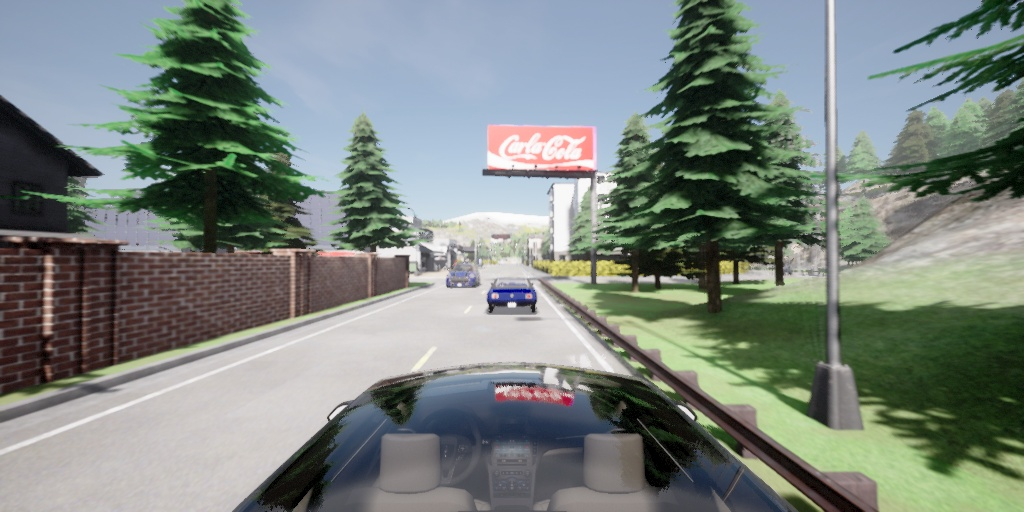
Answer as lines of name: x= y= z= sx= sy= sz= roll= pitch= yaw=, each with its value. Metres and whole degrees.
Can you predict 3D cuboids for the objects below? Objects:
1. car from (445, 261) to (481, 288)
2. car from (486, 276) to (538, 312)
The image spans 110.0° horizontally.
car: x=-3.513 y=1.374 z=26.374 sx=2.097 sy=1.767 sz=4.553 roll=0 pitch=-1 yaw=0
car: x=0.015 y=1.499 z=15.080 sx=1.895 sy=1.301 sz=4.718 roll=0 pitch=-1 yaw=0
